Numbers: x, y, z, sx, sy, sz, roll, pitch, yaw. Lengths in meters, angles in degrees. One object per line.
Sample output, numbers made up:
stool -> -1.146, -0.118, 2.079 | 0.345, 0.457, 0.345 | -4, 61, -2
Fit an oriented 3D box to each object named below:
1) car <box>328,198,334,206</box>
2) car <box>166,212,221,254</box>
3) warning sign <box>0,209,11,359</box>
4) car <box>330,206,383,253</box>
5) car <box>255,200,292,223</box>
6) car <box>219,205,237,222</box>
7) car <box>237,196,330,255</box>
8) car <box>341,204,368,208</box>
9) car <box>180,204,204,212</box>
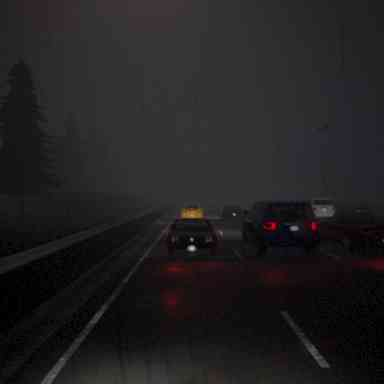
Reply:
car -> 10.495, 1.494, 29.023 | 2.150, 2.045, 5.566 | 0, 0, 0
car -> -0.001, 1.736, 14.110 | 1.895, 1.301, 4.718 | 0, -1, 0
warning sign -> -3.051, 1.153, 3.878 | 1.300, 1.860, 1.060 | 0, -1, 0
car -> 7.002, 1.617, 14.477 | 1.882, 1.535, 5.008 | 0, 0, 0
car -> 6.996, 1.628, 29.091 | 2.097, 1.767, 4.553 | 0, -1, 0
car -> 3.496, 1.845, 29.338 | 1.994, 1.385, 4.181 | 0, 0, 0
car -> 3.498, 1.351, 14.026 | 2.150, 2.045, 5.566 | 0, 0, 0
car -> 13.997, 1.773, 29.303 | 2.128, 1.511, 4.902 | 0, 0, 0
car -> -0.002, 1.759, 29.484 | 1.882, 1.535, 5.008 | 0, 0, 0
